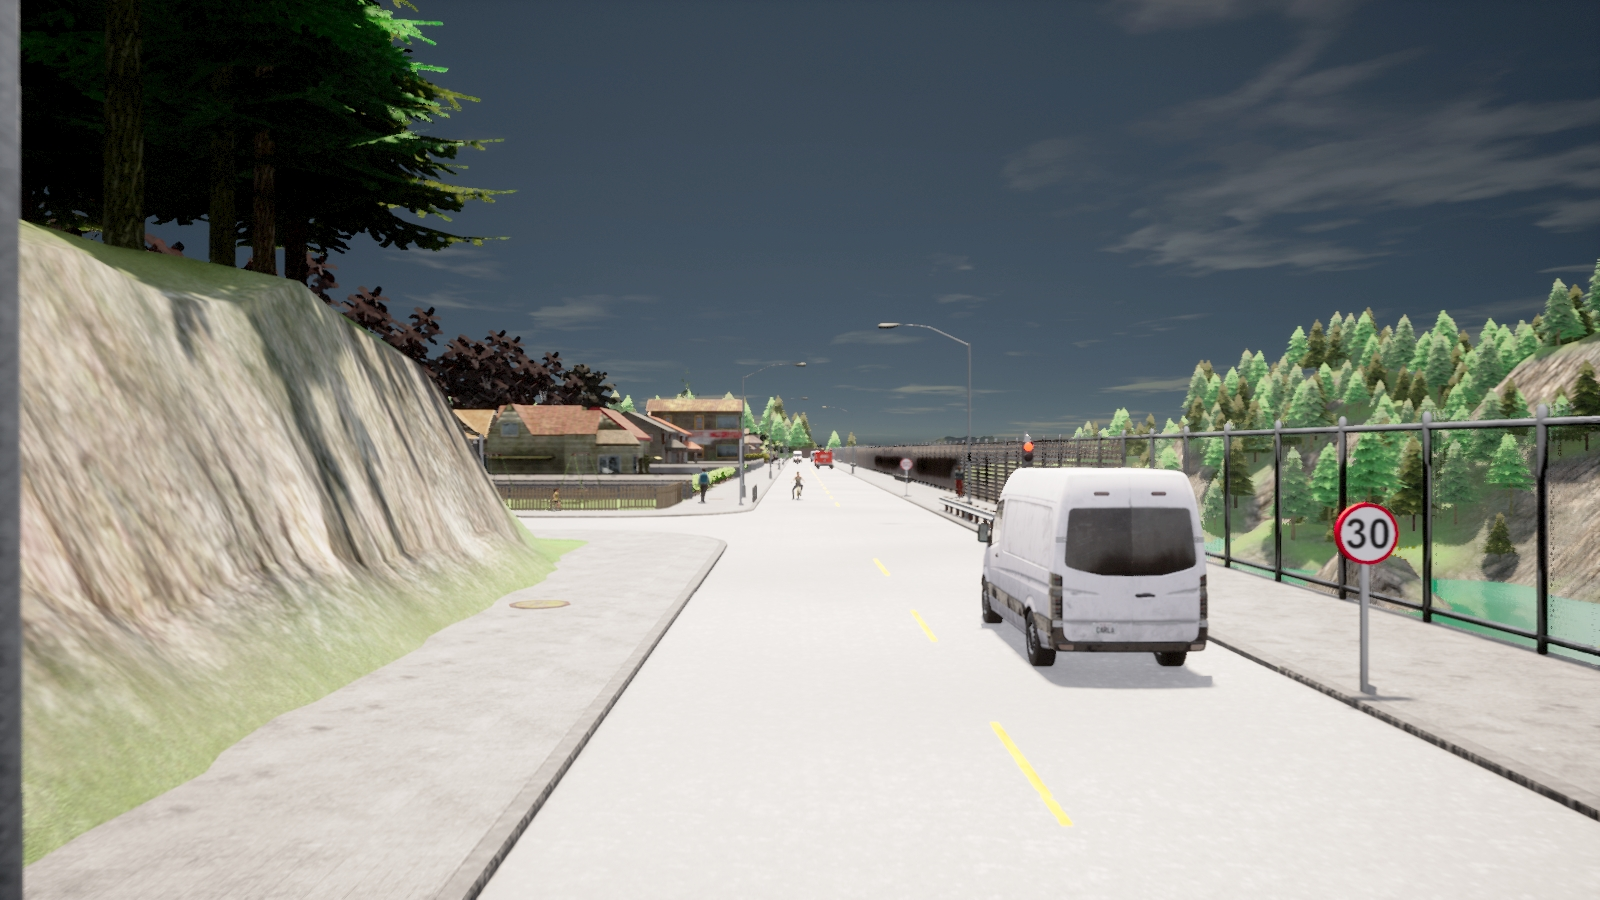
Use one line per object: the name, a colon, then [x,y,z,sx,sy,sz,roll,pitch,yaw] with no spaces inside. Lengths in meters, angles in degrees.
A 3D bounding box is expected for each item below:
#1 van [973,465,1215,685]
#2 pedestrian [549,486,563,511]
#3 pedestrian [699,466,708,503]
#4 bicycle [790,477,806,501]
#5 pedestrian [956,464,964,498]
van: [3.972,1.534,16.640,1.988,2.561,5.915,0,0,0]
pedestrian: [-10.675,2.125,49.955,0.500,1.100,0.500,0,0,-3]
pedestrian: [-4.903,1.745,57.991,0.375,1.860,0.375,0,0,3]
bicycle: [-0.110,2.157,63.943,0.859,1.276,1.487,0,0,0]
pedestrian: [8.961,1.742,64.092,0.375,1.860,0.375,0,0,-1]
